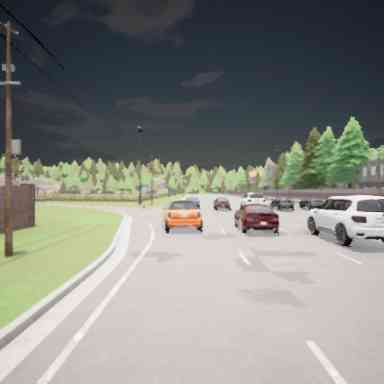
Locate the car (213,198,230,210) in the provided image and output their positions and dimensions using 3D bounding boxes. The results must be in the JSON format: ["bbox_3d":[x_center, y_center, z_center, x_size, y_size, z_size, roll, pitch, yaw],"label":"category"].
[{"bbox_3d":[3.584,1.411,40.516,1.812,1.442,4.674,0,0,0],"label":"car"}]

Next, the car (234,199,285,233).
[{"bbox_3d":[3.592,1.421,19.134,1.882,1.535,5.008,0,0,0],"label":"car"}]

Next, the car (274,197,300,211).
[{"bbox_3d":[10.583,1.381,39.198,2.128,1.511,4.902,0,0,0],"label":"car"}]

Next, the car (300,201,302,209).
[{"bbox_3d":[14.083,1.381,39.195,2.128,1.511,4.902,0,0,0],"label":"car"}]

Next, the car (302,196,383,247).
[{"bbox_3d":[7.092,1.179,14.991,2.150,2.045,5.566,0,0,0],"label":"car"}]

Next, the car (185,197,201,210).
[{"bbox_3d":[0.082,1.362,40.929,1.882,1.535,5.008,0,0,0],"label":"car"}]

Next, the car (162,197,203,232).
[{"bbox_3d":[-0.703,1.292,20.052,2.097,1.767,4.553,0,0,-8],"label":"car"}]

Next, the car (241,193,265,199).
[{"bbox_3d":[7.083,1.111,38.824,2.150,2.045,5.566,0,0,0],"label":"car"}]
